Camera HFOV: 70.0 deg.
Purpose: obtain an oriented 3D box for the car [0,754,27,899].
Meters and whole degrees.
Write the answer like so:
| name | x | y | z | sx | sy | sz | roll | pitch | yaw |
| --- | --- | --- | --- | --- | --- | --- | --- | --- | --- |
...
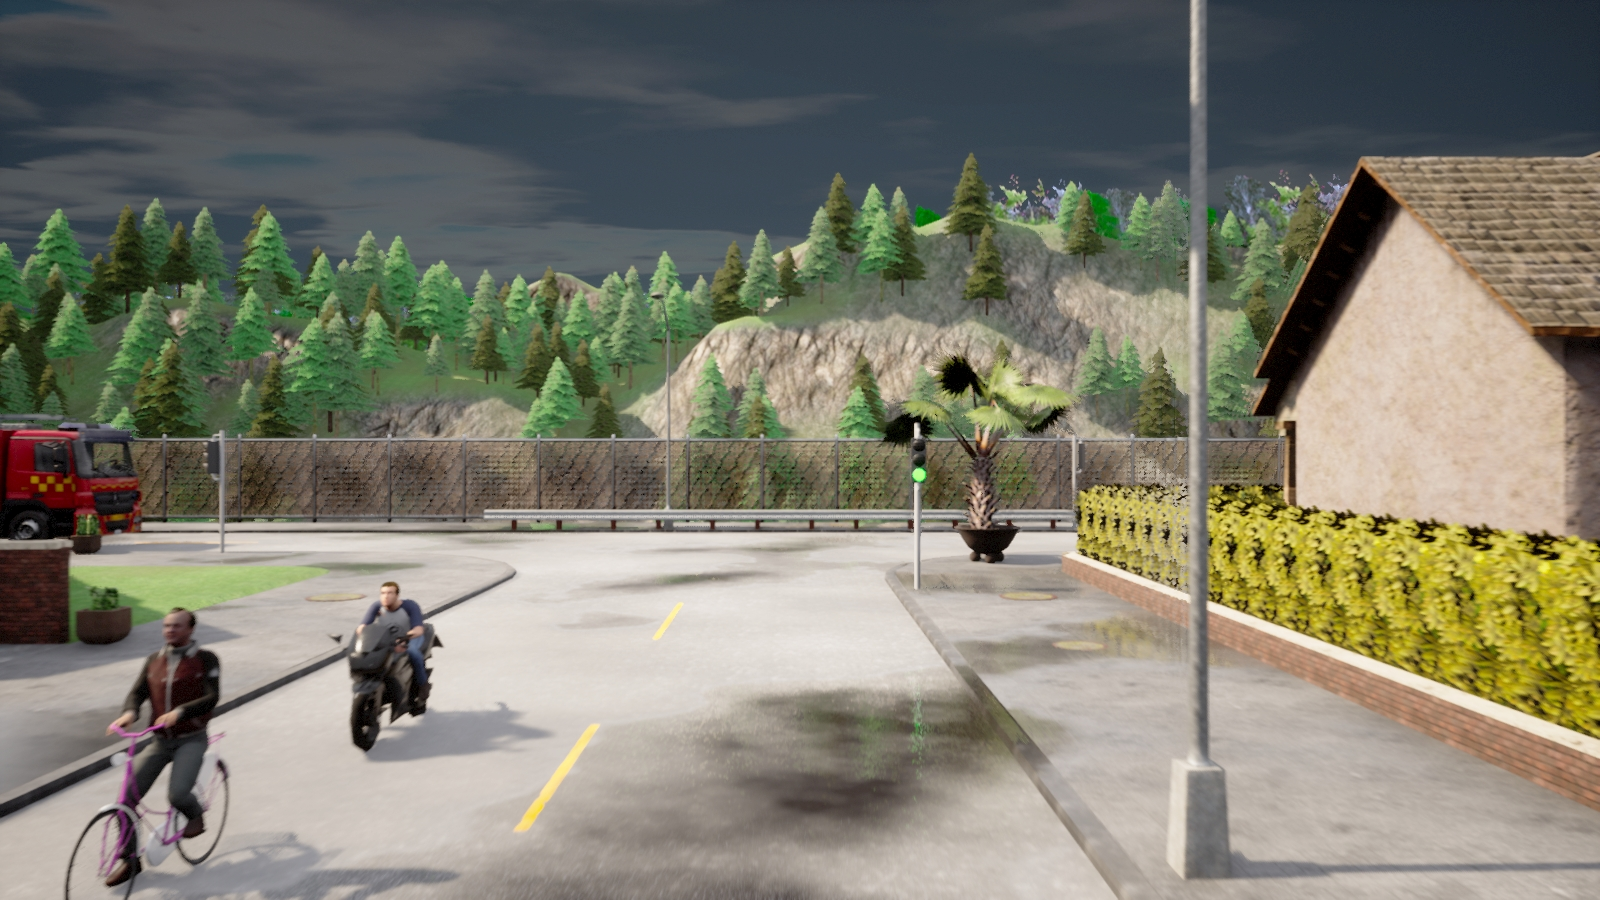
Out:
| name | x | y | z | sx | sy | sz | roll | pitch | yaw |
| --- | --- | --- | --- | --- | --- | --- | --- | --- | --- |
| car | -3.982 | 1.967 | 1.949 | 2.242 | 1.667 | 4.611 | 0 | 0 | -1 |

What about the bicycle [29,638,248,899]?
| name | x | y | z | sx | sy | sz | roll | pitch | yaw |
| --- | --- | --- | --- | --- | --- | --- | --- | --- | --- |
| bicycle | -4.060 | 2.060 | 7.166 | 0.329 | 1.471 | 1.835 | 0 | 0 | -1 |

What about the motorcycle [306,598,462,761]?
| name | x | y | z | sx | sy | sz | roll | pitch | yaw |
| --- | --- | --- | --- | --- | --- | --- | --- | --- | --- |
| motorcycle | -4.028 | 2.186 | 11.258 | 0.803 | 1.199 | 2.033 | 0 | 0 | 0 |

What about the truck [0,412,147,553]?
| name | x | y | z | sx | sy | sz | roll | pitch | yaw |
| --- | --- | --- | --- | --- | --- | --- | --- | --- | --- |
| truck | -23.684 | 0.890 | 32.550 | 8.468 | 3.827 | 2.891 | 0 | 0 | -1 |
